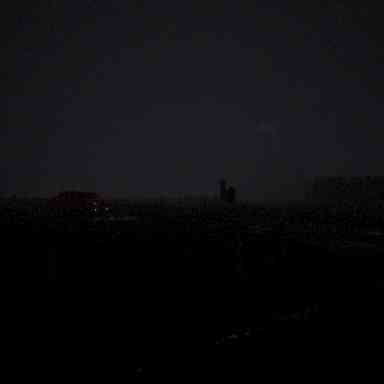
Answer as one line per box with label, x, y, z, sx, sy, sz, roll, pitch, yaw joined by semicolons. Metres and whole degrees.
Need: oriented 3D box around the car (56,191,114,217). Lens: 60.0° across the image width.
car;-9.139;0.940;28.125;5.566;2.045;2.150;1;1;32
